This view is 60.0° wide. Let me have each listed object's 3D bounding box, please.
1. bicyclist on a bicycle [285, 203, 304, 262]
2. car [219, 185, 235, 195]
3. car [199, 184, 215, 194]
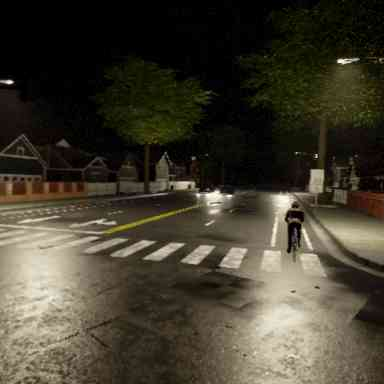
[{"bbox_3d":[2.997,1.142,9.722,0.582,1.620,1.656,2,2,15],"label":"bicyclist on a bicycle"},{"bbox_3d":[5.563,-0.380,52.218,1.812,1.442,4.674,2,2,15],"label":"car"},{"bbox_3d":[2.431,-0.522,53.071,1.837,1.490,4.892,2,2,15],"label":"car"}]
